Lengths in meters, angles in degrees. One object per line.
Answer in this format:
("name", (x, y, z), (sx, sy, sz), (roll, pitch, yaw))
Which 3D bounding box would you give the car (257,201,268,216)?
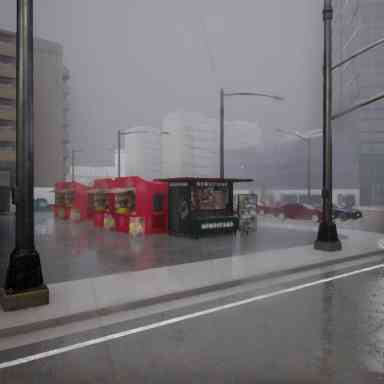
("car", (6.940, 1.689, 35.686), (1.882, 1.535, 5.008), (0, -1, -36))

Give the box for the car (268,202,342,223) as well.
("car", (8.987, 1.589, 26.864), (1.882, 1.535, 5.008), (0, -1, -38))

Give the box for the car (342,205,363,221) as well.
("car", (12.214, 1.672, 28.408), (1.994, 1.385, 4.181), (0, -1, -35))

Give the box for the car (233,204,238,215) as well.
("car", (3.536, 1.750, 34.422), (1.812, 1.442, 4.674), (0, -1, -36))
